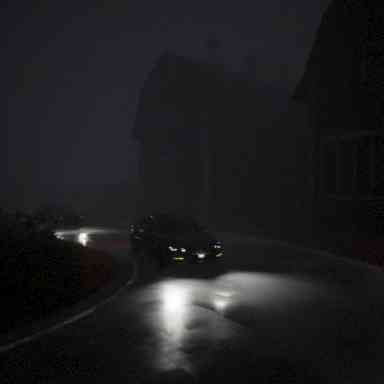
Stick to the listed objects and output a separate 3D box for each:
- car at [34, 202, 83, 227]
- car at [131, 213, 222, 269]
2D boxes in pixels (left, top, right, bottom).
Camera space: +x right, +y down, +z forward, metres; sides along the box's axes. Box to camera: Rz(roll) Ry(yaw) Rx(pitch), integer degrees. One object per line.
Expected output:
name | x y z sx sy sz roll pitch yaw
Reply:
car | -9.048 1.477 22.399 1.882 1.535 5.008 1 0 -41
car | -0.760 1.532 11.500 1.837 1.490 4.892 0 0 -25
